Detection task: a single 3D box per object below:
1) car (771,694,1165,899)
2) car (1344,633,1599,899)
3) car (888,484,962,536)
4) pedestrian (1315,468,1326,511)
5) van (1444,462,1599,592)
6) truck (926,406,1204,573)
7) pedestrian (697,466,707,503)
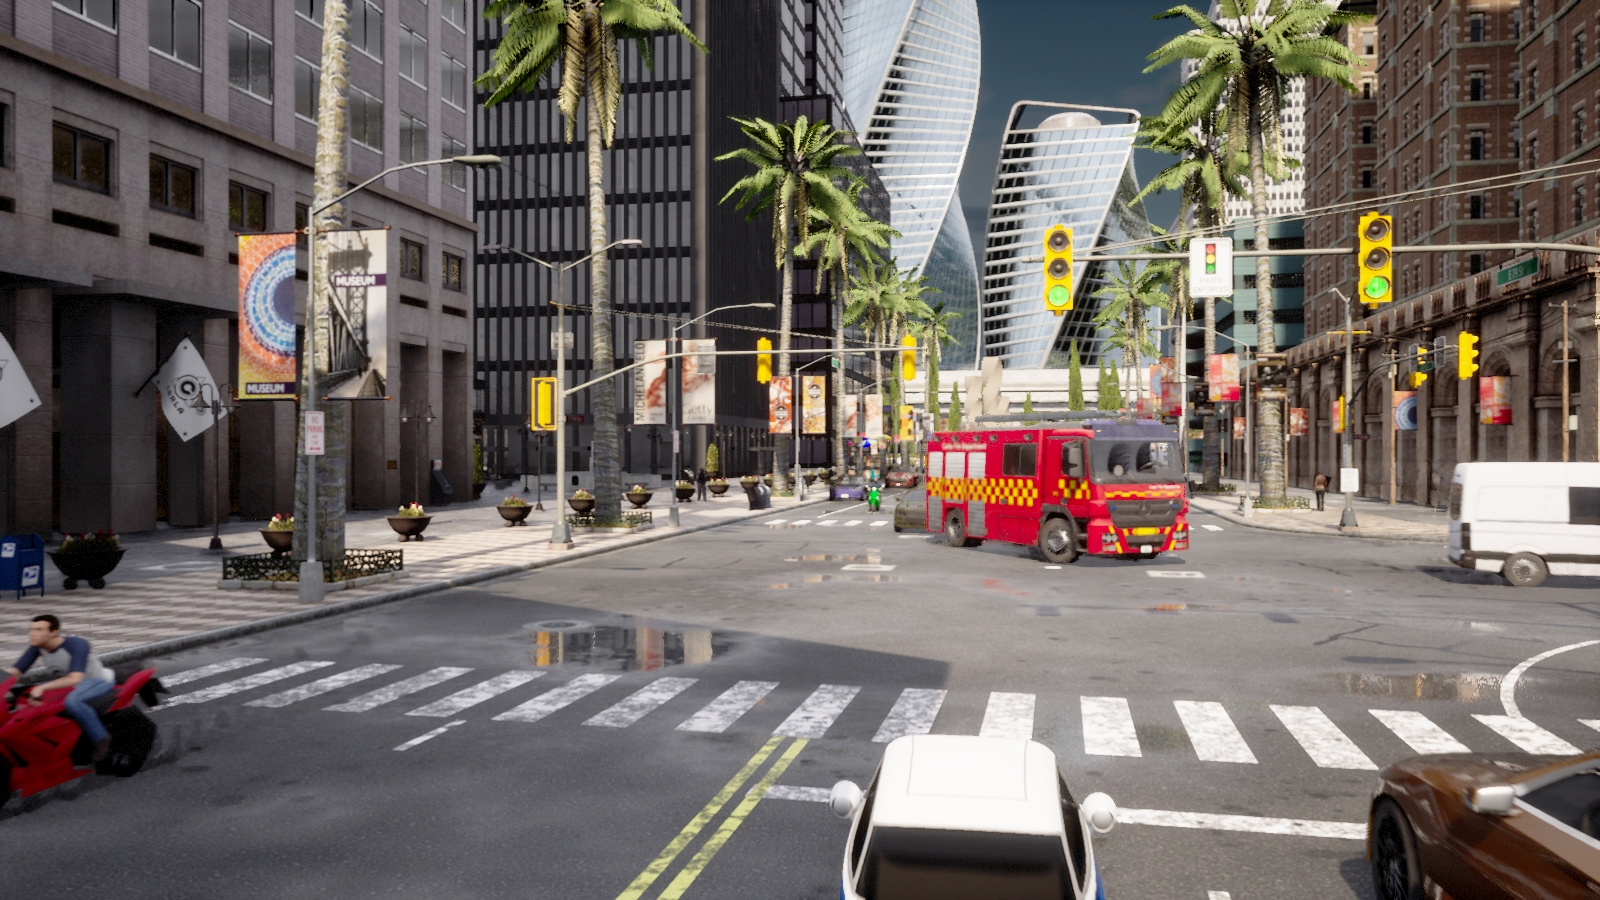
[{"bbox_3d":[0.802,2.123,5.439,1.481,1.376,2.207,0,1,10],"label":"car"},{"bbox_3d":[4.117,1.996,4.645,2.152,1.651,5.027,0,0,10],"label":"car"},{"bbox_3d":[4.470,2.054,40.263,2.097,1.535,5.006,0,0,12],"label":"car"},{"bbox_3d":[22.640,1.724,49.671,0.375,1.860,0.375,0,0,14],"label":"pedestrian"},{"bbox_3d":[16.827,1.549,23.639,5.915,2.561,1.988,0,1,22],"label":"van"},{"bbox_3d":[6.689,0.906,30.602,2.891,3.827,8.468,0,0,-22],"label":"truck"},{"bbox_3d":[-4.966,1.721,57.672,0.375,1.860,0.375,0,0,-30],"label":"pedestrian"}]
